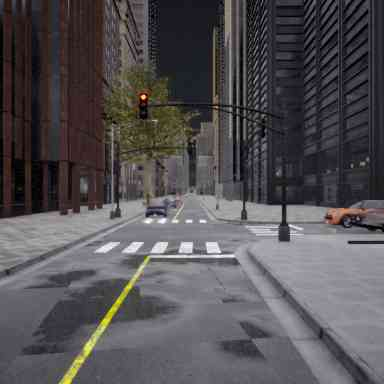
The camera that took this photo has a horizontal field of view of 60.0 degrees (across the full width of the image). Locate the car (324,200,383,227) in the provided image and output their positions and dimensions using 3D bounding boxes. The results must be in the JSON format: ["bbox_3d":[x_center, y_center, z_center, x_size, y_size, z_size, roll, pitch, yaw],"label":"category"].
[{"bbox_3d":[10.860,1.311,21.182,4.553,1.767,2.097,0,0,0],"label":"car"}]

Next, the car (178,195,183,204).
[{"bbox_3d":[-2.952,1.422,67.676,2.097,1.767,4.553,0,0,0],"label":"car"}]

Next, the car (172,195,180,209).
[{"bbox_3d":[-3.062,1.543,45.873,1.812,1.442,4.674,0,0,0],"label":"car"}]

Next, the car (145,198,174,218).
[{"bbox_3d":[-3.078,1.552,30.362,2.033,1.411,5.357,0,0,0],"label":"car"}]

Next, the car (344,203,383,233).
[{"bbox_3d":[11.538,1.491,18.082,5.357,1.411,2.033,0,0,0],"label":"car"}]
